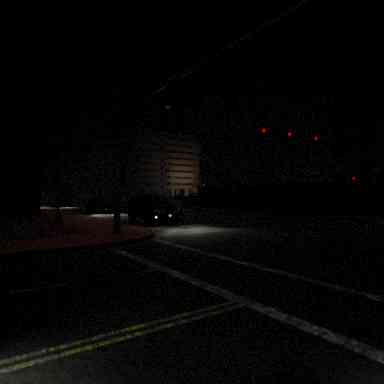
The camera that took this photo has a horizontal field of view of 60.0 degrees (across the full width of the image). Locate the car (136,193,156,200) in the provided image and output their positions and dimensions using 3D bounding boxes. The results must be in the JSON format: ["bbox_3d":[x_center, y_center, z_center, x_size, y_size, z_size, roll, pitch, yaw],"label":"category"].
[{"bbox_3d":[-11.498,1.143,83.878,4.605,1.855,1.932,0,0,-34],"label":"car"}]

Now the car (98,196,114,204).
[{"bbox_3d":[-17.333,1.519,66.732,1.812,1.442,4.674,0,0,-33],"label":"car"}]

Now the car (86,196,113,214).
[{"bbox_3d":[-9.870,1.500,35.284,1.837,1.490,4.892,0,0,-32],"label":"car"}]

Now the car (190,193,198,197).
[{"bbox_3d":[1.127,1.146,65.232,3.866,1.878,1.905,0,0,-34],"label":"car"}]

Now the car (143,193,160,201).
[{"bbox_3d":[-9.918,1.146,81.452,3.866,1.878,1.905,0,0,-34],"label":"car"}]

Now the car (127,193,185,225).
[{"bbox_3d":[-2.943,1.219,24.478,2.150,2.045,5.566,0,0,-33],"label":"car"}]

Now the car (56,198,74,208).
[{"bbox_3d":[-19.004,1.544,49.600,2.033,1.411,5.357,0,0,-32],"label":"car"}]
